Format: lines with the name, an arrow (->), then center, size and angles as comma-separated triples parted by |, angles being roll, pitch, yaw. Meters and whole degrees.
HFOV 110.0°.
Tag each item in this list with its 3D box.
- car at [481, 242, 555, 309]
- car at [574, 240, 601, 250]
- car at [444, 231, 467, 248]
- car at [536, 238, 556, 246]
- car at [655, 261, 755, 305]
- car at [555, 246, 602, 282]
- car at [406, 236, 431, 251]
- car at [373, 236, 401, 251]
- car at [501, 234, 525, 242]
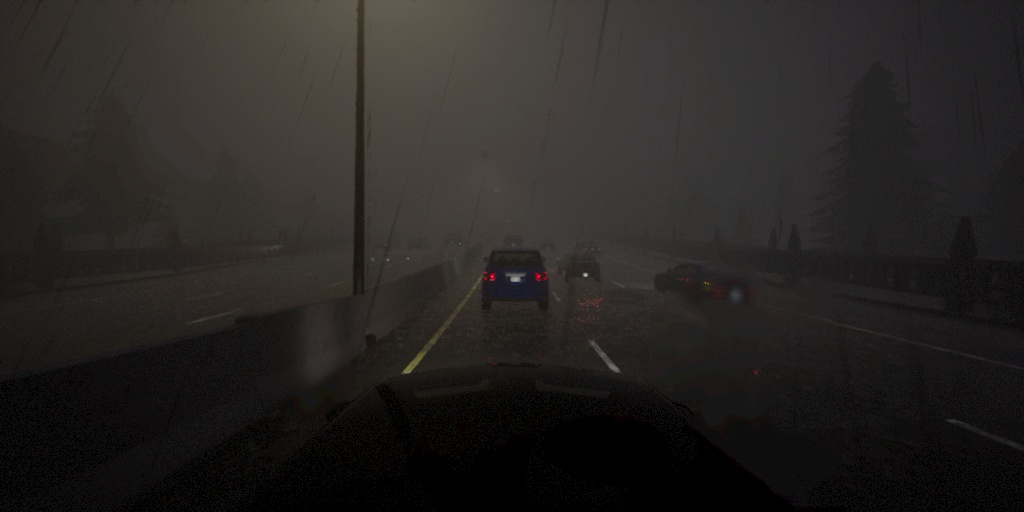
car -> 0.102, 0.637, 13.249 | 2.150, 2.045, 5.566 | 0, 3, 0
car -> 7.107, -0.774, 34.199 | 2.033, 1.411, 5.357 | 0, 5, 0
car -> -7.074, -2.157, 45.372 | 2.150, 2.045, 5.566 | 0, 5, 0
car -> 3.608, -1.154, 37.985 | 1.812, 1.442, 4.674 | 0, 5, 0
car -> 7.101, 0.920, 13.643 | 1.812, 1.442, 4.674 | 0, 3, 0
car -> 3.603, 0.493, 19.934 | 1.837, 1.490, 4.892 | 0, 4, 0
car -> -10.584, -1.438, 40.762 | 1.837, 1.490, 4.892 | 0, 6, 0
car -> -14.083, -1.441, 40.509 | 1.882, 1.535, 5.008 | 0, 6, 0
car -> 0.108, -1.126, 34.456 | 2.150, 2.045, 5.566 | 0, 5, 0
